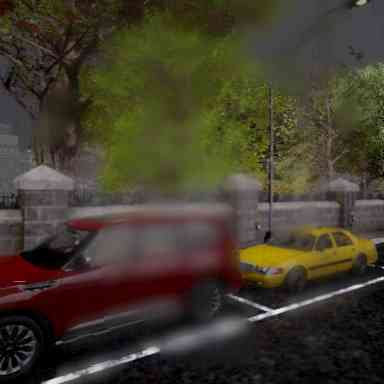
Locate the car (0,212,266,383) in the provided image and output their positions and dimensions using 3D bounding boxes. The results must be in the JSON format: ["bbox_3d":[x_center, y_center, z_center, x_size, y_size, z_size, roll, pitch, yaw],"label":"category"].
[{"bbox_3d":[-1.366,1.313,5.579,5.009,1.841,2.192,0,0,-35],"label":"car"}]

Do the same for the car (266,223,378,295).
[{"bbox_3d":[3.006,1.519,8.695,4.829,1.417,1.752,0,0,-35],"label":"car"}]
